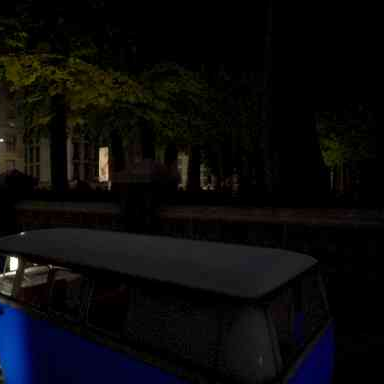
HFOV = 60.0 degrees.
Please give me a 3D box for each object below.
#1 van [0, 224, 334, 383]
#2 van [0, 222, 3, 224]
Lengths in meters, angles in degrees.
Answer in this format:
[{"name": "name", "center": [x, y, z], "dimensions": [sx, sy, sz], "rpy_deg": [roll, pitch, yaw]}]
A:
[{"name": "van", "center": [-0.687, 1.341, 3.351], "dimensions": [3.998, 1.788, 1.690], "rpy_deg": [0, 0, 36]}, {"name": "van", "center": [-5.278, 1.340, 6.657], "dimensions": [3.998, 1.788, 1.690], "rpy_deg": [0, 0, 36]}]
